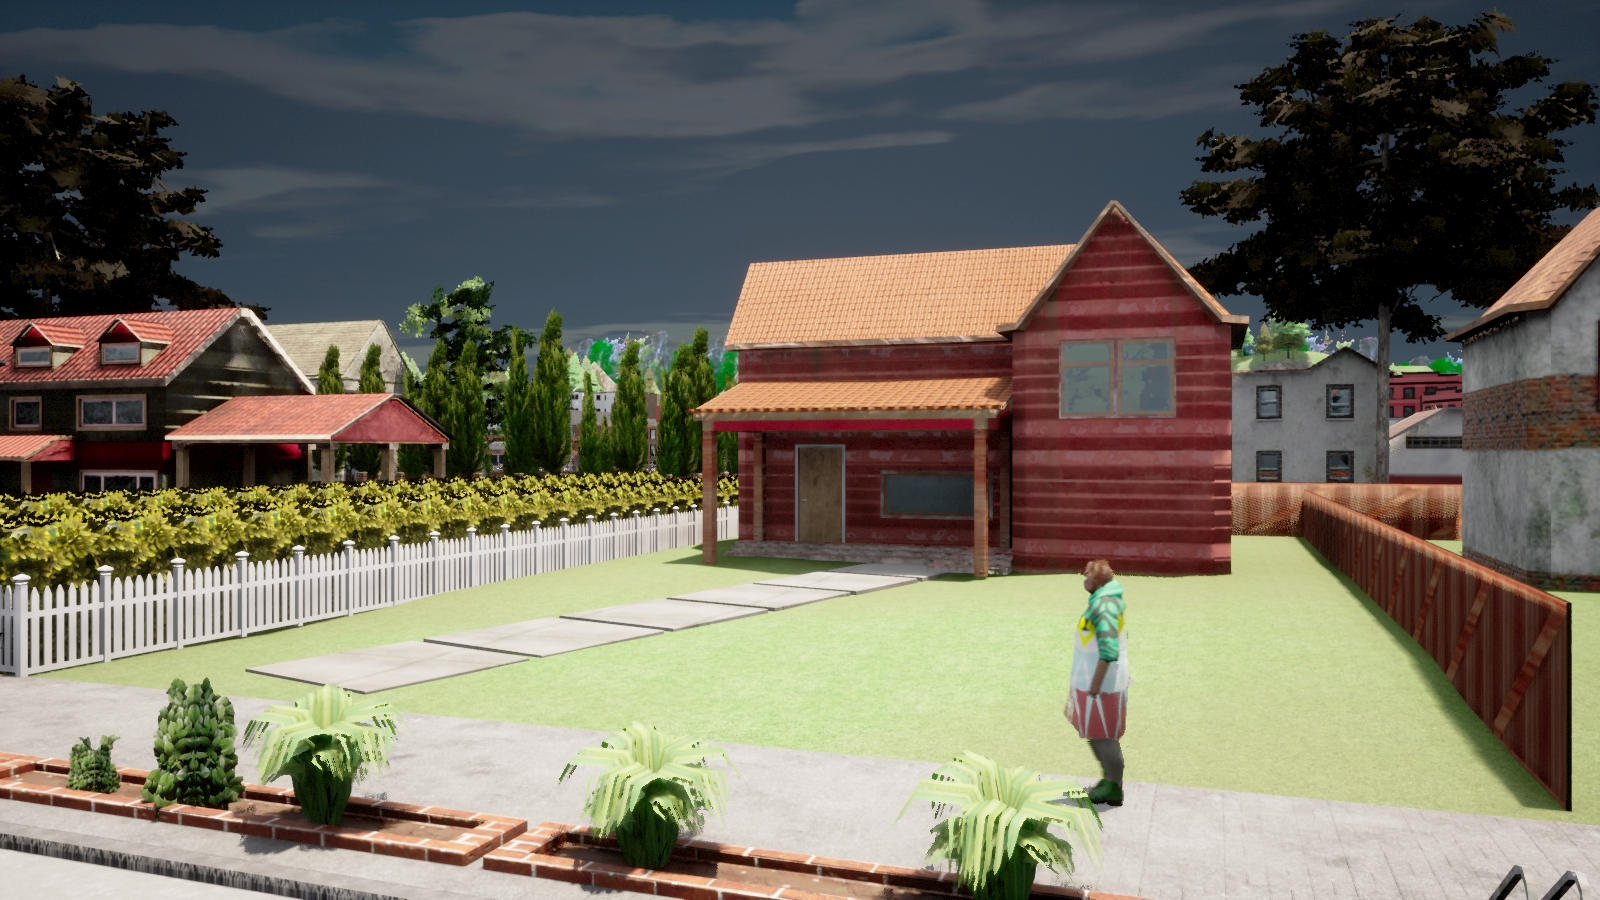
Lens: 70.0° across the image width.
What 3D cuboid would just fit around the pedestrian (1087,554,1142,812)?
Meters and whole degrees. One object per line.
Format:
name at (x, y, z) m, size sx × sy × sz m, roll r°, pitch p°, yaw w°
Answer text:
pedestrian at (2.391, 1.744, 8.674) m, size 0.375 × 1.860 × 0.375 m, roll 0°, pitch 0°, yaw 20°
